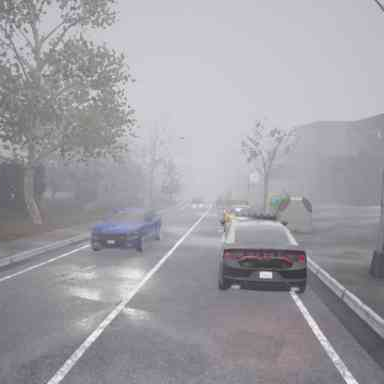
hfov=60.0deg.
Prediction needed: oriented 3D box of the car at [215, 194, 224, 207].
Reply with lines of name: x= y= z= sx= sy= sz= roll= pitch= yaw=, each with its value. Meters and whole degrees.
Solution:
car: x=4.479 y=1.164 z=48.083 sx=2.097 sy=1.767 sz=4.553 roll=0 pitch=0 yaw=3

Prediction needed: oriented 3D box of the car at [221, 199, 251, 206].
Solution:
car: x=2.777 y=1.405 z=19.154 sx=1.801 sy=1.575 sz=5.366 roll=1 pitch=0 yaw=6

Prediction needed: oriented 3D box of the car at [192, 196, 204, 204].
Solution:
car: x=0.961 y=1.340 z=55.335 sx=1.994 sy=1.385 sz=4.181 roll=0 pitch=0 yaw=-1

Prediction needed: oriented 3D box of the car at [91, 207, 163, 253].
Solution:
car: x=-2.474 y=1.403 z=13.679 sx=1.882 sy=1.535 sz=5.008 roll=1 pitch=0 yaw=6

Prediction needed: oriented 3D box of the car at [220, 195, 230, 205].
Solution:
car: x=3.384 y=1.277 z=24.929 sx=2.097 sy=1.767 sz=4.553 roll=1 pitch=0 yaw=6

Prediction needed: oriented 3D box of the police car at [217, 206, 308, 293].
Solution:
police car: x=1.720 y=1.414 z=9.083 sx=1.930 sy=1.638 sz=5.238 roll=1 pitch=0 yaw=6
